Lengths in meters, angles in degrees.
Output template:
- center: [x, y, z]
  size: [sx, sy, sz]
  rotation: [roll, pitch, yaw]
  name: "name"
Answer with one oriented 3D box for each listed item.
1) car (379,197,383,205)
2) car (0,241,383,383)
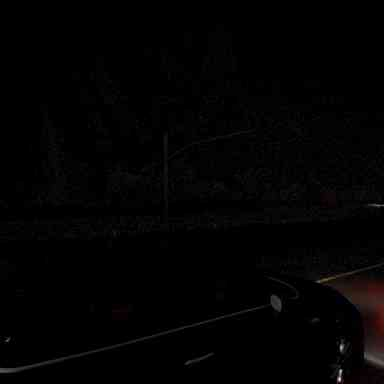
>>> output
- center: [31.664, 1.243, 53.045]
  size: [4.892, 1.490, 1.837]
  rotation: [0, 0, -36]
  name: "car"
- center: [-0.078, 1.351, 3.692]
  size: [4.553, 1.767, 2.097]
  rotation: [0, 0, -36]
  name: "car"
